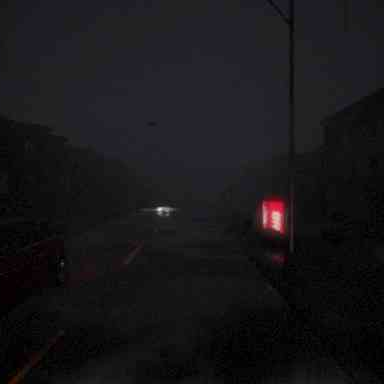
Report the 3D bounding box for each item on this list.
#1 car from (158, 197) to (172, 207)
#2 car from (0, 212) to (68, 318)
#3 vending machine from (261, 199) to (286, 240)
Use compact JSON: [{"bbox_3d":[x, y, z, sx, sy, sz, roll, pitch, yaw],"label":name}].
[{"bbox_3d":[-3.990,1.484,49.956,2.128,1.511,4.902,0,0,1],"label":"car"},{"bbox_3d":[-4.096,1.351,6.294,2.097,1.767,4.553,0,0,0],"label":"car"},{"bbox_3d":[4.308,1.412,17.636,1.100,2.100,0.880,0,0,0],"label":"vending machine"}]
